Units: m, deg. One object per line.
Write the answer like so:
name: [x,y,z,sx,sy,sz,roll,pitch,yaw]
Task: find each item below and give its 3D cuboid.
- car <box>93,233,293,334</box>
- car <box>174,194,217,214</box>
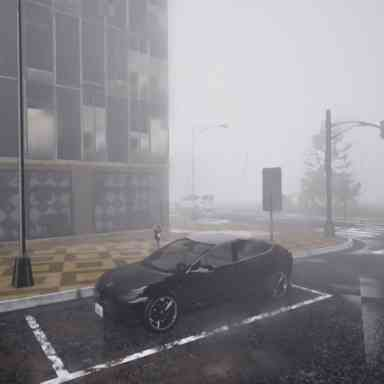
car: [0.240,1.565,6.739,4.313,1.339,1.947,0,-1,-35]
car: [0.308,1.234,35.978,2.150,2.045,5.566,-1,1,-37]
